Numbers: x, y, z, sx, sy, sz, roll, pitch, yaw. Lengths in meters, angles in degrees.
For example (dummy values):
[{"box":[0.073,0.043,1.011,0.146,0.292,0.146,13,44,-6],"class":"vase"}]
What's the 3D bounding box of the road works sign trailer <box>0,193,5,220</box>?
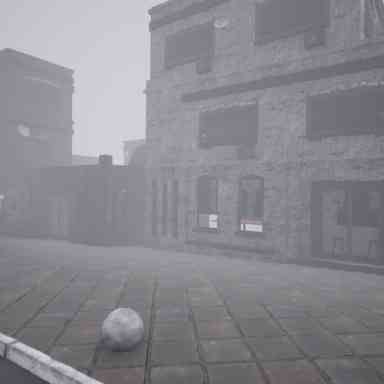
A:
[{"box":[-8.721,1.014,13.173,2.880,2.380,3.560,7,-7,-41],"class":"road works sign trailer"}]
